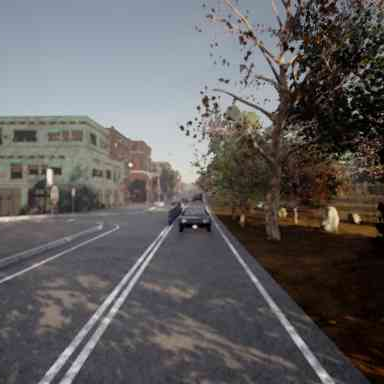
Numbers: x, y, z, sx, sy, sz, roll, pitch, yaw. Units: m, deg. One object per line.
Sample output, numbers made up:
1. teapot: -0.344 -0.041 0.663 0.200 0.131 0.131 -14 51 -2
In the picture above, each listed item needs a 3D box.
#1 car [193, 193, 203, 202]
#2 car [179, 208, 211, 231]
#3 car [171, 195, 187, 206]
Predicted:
1. car: 1.351 1.261 74.849 2.150 2.045 5.566 0 0 2
2. car: 0.195 1.679 21.046 1.895 1.301 4.718 0 0 1
3. car: -2.506 1.628 56.609 2.033 1.411 5.357 0 0 2
